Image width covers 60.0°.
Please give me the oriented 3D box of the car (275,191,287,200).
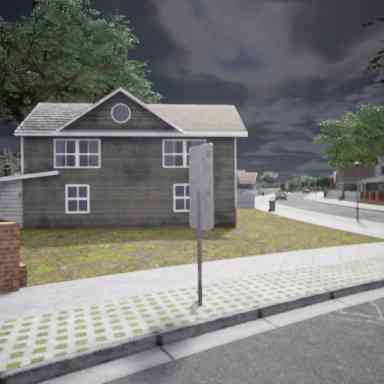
[{"bbox_3d":[15.751,0.666,58.865,1.837,1.490,4.892,0,1,13],"label":"car"}]
